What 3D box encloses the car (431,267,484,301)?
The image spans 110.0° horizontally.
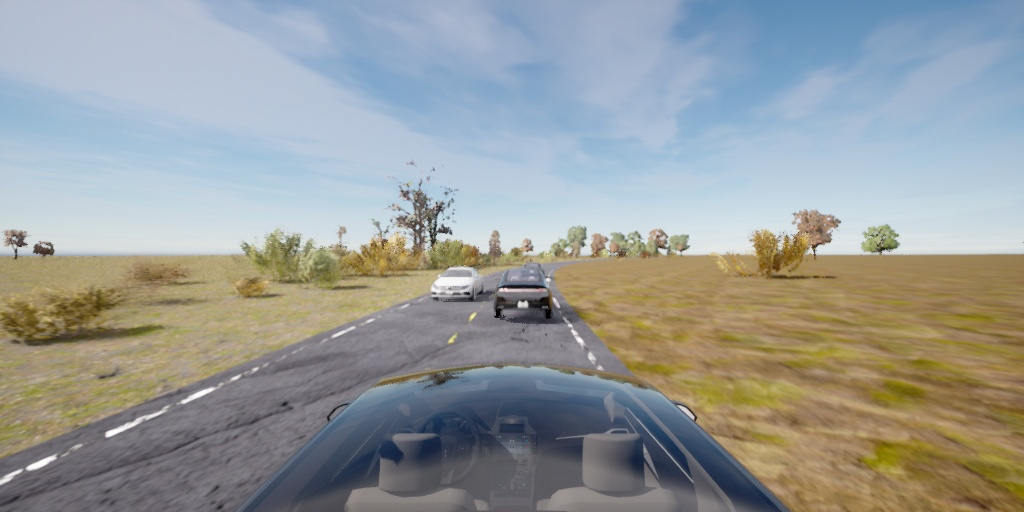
[{"bbox_3d":[-2.458,1.245,17.171,1.812,1.442,4.674,0,0,3],"label":"car"}]

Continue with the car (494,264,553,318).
[{"bbox_3d":[0.409,1.224,12.914,2.128,1.511,4.902,0,0,2],"label":"car"}]
